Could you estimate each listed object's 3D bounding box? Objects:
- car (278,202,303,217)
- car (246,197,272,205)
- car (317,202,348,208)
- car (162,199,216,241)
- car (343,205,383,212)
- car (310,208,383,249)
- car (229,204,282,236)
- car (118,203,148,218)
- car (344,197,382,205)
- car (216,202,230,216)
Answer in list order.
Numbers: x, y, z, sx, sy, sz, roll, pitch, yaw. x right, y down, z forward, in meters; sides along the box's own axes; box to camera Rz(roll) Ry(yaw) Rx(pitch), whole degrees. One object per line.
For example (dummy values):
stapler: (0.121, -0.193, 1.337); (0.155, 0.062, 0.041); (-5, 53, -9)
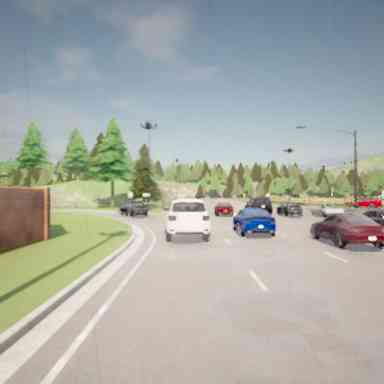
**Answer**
car: (10.596, 1.876, 36.440); (2.128, 1.511, 4.902); (0, -1, 0)
car: (7.094, 1.598, 35.680); (2.150, 2.045, 5.566); (0, -1, 0)
car: (14.095, 1.970, 34.979); (1.895, 1.301, 4.718); (0, -1, 0)
car: (-0.380, 1.412, 18.018); (2.150, 2.045, 5.566); (0, -1, -6)
car: (10.596, 1.701, 18.523); (1.837, 1.490, 4.892); (0, -1, 0)
car: (7.098, 1.689, 15.380); (1.812, 1.442, 4.674); (0, -1, 0)
car: (3.597, 1.687, 19.810); (1.882, 1.535, 5.008); (0, -1, 0)
car: (-6.306, 1.863, 35.249); (2.128, 1.511, 4.902); (1, -1, -32)
car: (27.026, 1.778, 52.891); (5.566, 2.045, 2.150); (0, -1, 35)
car: (3.594, 1.879, 38.096); (1.882, 1.535, 5.008); (0, -1, 0)
